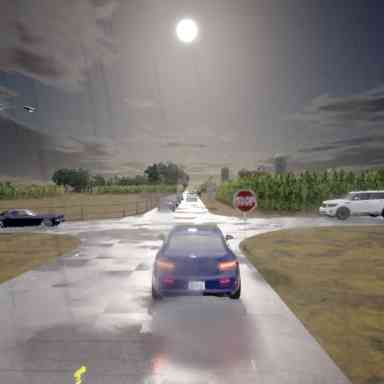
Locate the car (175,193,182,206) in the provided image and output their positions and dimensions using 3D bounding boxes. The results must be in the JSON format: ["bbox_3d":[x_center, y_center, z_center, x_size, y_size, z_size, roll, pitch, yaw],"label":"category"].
[{"bbox_3d":[-2.862,1.285,46.971,1.882,1.535,5.008,0,0,0],"label":"car"}]

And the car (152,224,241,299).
[{"bbox_3d":[0.089,1.525,8.308,1.812,1.442,4.674,0,0,0],"label":"car"}]

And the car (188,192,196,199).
[{"bbox_3d":[-0.034,0.818,79.429,1.812,1.442,4.674,0,1,0],"label":"car"}]

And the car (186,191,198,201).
[{"bbox_3d":[-0.030,0.813,69.038,2.150,2.045,5.566,0,1,0],"label":"car"}]

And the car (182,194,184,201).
[{"bbox_3d":[-2.850,1.320,57.111,1.895,1.301,4.718,0,1,0],"label":"car"}]

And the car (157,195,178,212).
[{"bbox_3d":[-2.807,1.386,37.147,1.837,1.490,4.892,0,0,-2],"label":"car"}]

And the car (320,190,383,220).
[{"bbox_3d":[12.447,0.934,24.651,5.566,2.045,2.150,-1,0,0],"label":"car"}]

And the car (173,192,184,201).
[{"bbox_3d":[-2.781,0.929,70.100,2.097,1.767,4.553,0,1,0],"label":"car"}]

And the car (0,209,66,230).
[{"bbox_3d":[-10.942,1.761,21.974,4.718,1.301,1.895,-1,0,-6],"label":"car"}]
